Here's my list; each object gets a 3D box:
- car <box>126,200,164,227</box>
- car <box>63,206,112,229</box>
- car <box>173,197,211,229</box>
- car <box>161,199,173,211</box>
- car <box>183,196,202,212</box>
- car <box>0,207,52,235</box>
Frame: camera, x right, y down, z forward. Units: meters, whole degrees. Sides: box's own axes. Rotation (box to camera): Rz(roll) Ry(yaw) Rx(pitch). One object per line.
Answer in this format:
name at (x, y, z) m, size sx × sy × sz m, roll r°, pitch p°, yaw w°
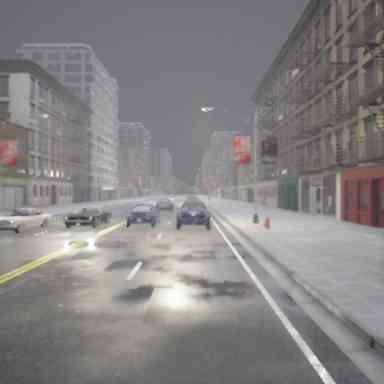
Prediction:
car at (-3.166, 1.506, 22.203) m, size 1.812 × 1.442 × 4.674 m, roll 0°, pitch 0°, yaw 0°
car at (-6.606, 1.582, 21.508) m, size 1.895 × 1.301 × 4.718 m, roll 0°, pitch 0°, yaw 0°
car at (0.085, 1.333, 21.573) m, size 2.097 × 1.767 × 4.553 m, roll 0°, pitch 0°, yaw 0°
car at (-3.190, 1.531, 40.004) m, size 1.994 × 1.385 × 4.181 m, roll 0°, pitch 0°, yaw 0°
car at (0.055, 1.319, 38.223) m, size 2.097 × 1.767 × 4.553 m, roll 0°, pitch 0°, yaw 0°
car at (-9.858, 1.584, 19.019) m, size 1.895 × 1.301 × 4.718 m, roll 0°, pitch 0°, yaw 0°
